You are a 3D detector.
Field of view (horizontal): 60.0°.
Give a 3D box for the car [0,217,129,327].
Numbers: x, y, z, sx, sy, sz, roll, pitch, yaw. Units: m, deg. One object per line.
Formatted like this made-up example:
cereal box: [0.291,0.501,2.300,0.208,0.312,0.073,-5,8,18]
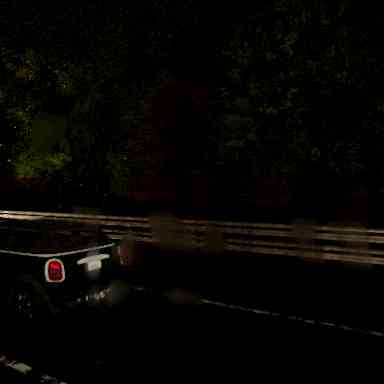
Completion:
car: [-3.599,1.371,7.251,4.553,1.767,2.097,0,0,32]
